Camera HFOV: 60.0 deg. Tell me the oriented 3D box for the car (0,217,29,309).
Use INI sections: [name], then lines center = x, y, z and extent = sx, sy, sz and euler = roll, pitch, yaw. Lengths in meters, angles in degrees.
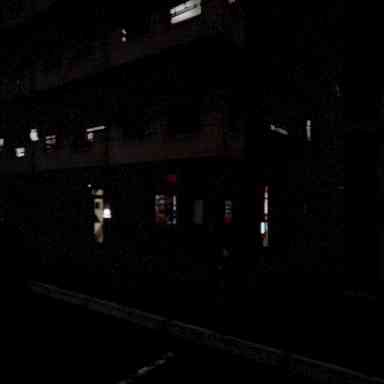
[car]
center = -5.277, 1.350, 6.642
extent = 5.009, 1.841, 2.192
euler = 0, 0, 35
